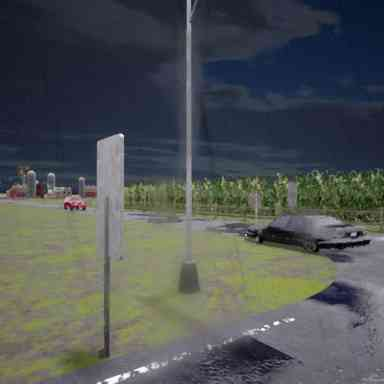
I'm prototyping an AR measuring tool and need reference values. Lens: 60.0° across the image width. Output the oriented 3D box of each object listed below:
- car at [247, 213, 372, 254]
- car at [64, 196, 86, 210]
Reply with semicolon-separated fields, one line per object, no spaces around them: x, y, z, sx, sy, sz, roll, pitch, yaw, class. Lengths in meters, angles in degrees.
4.522;1.585;13.836;2.033;1.411;5.357;-1;-1;-27;car
-17.905;1.682;50.660;2.150;2.045;5.566;0;-1;-34;car
